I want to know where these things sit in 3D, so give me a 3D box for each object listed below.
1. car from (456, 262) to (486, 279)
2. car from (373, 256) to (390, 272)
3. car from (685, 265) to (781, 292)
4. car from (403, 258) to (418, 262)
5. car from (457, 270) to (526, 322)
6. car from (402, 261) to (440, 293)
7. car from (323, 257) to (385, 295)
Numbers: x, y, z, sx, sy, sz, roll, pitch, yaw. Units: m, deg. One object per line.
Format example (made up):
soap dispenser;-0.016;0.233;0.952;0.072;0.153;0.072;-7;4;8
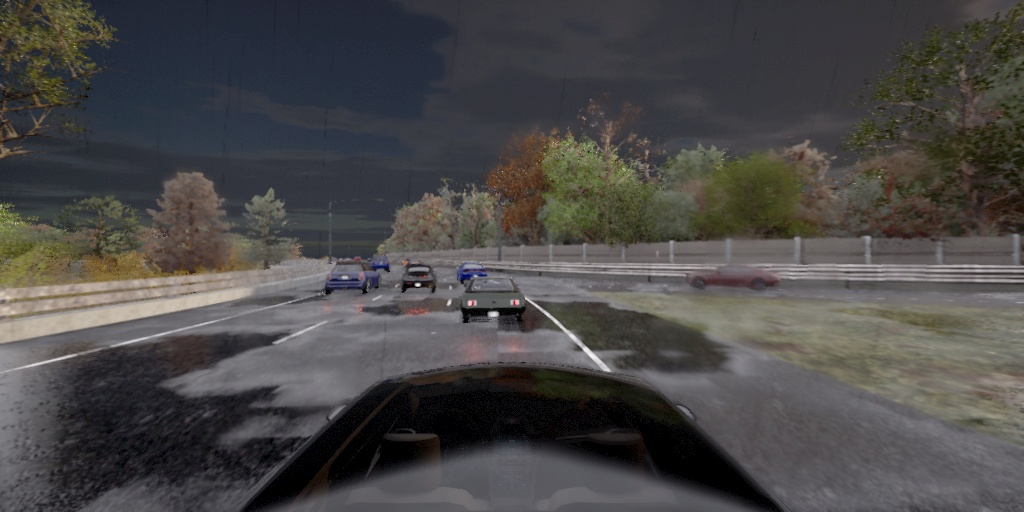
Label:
car;-3.128;1.228;27.206;1.882;1.535;5.008;0;0;-13
car;-17.136;1.012;46.274;2.150;2.045;5.566;0;0;-25
car;12.506;1.225;20.556;4.674;1.442;1.812;0;0;28
car;-11.377;1.264;41.696;2.128;1.511;4.902;0;0;-21
car;-0.705;1.349;12.296;1.895;1.301;4.718;0;0;-5
car;-5.413;1.265;21.277;1.837;1.490;4.892;0;0;-11
car;-8.908;1.125;20.446;2.097;1.767;4.553;0;0;-10
